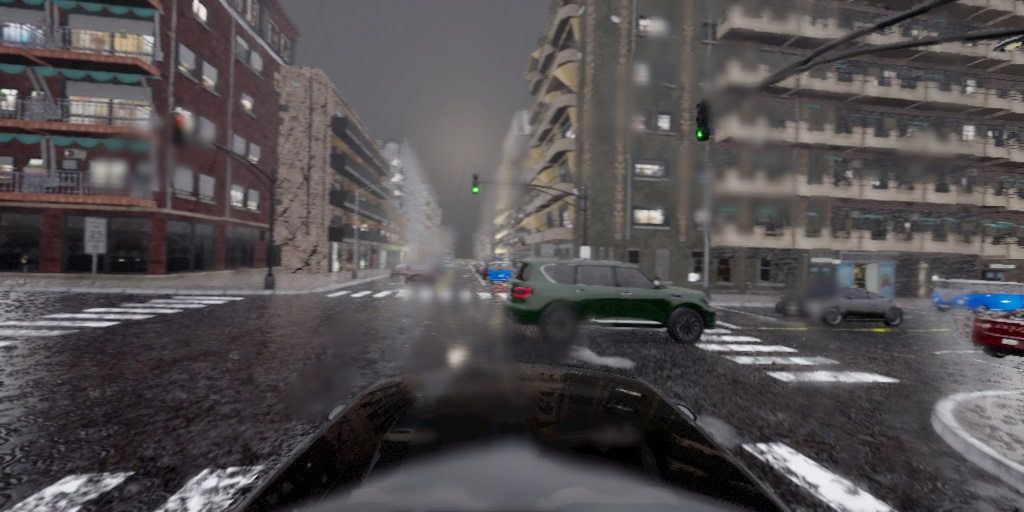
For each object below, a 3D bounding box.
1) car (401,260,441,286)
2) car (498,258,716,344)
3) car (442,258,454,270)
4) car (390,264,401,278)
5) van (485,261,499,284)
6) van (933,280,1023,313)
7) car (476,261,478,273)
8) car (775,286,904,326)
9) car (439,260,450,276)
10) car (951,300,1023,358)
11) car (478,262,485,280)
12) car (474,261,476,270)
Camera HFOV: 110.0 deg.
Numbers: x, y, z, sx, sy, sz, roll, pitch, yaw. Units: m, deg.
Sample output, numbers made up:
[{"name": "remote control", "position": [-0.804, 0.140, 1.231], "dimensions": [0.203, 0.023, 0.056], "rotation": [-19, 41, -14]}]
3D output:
[{"name": "car", "position": [-6.658, 1.305, 26.740], "dimensions": [1.882, 1.535, 5.008], "rotation": [2, -1, -7]}, {"name": "car", "position": [2.565, 1.136, 9.827], "dimensions": [5.566, 2.045, 2.150], "rotation": [2, 0, -7]}, {"name": "car", "position": [-10.932, 1.328, 60.125], "dimensions": [2.150, 2.045, 5.566], "rotation": [2, -1, -7]}, {"name": "car", "position": [-10.386, 1.390, 33.954], "dimensions": [1.802, 1.307, 4.207], "rotation": [0, 0, -7]}, {"name": "van", "position": [-1.087, 1.346, 29.576], "dimensions": [1.690, 1.789, 3.998], "rotation": [0, 0, -7]}, {"name": "van", "position": [23.852, 2.135, 18.285], "dimensions": [3.998, 1.789, 1.690], "rotation": [0, 0, -7]}, {"name": "car", "position": [-3.385, 1.655, 46.123], "dimensions": [1.751, 1.417, 4.829], "rotation": [0, 0, -7]}, {"name": "car", "position": [12.955, 1.932, 14.288], "dimensions": [4.181, 1.385, 1.994], "rotation": [2, 0, -7]}, {"name": "car", "position": [-8.472, 1.497, 40.656], "dimensions": [1.994, 1.385, 4.181], "rotation": [2, -1, -7]}, {"name": "car", "position": [13.652, 1.927, 8.533], "dimensions": [4.507, 1.381, 1.888], "rotation": [0, 0, -7]}, {"name": "car", "position": [-1.888, 1.358, 35.014], "dimensions": [2.192, 1.841, 5.009], "rotation": [0, 0, -7]}, {"name": "car", "position": [-4.080, 1.617, 51.430], "dimensions": [1.967, 1.591, 4.097], "rotation": [0, 0, -7]}]
